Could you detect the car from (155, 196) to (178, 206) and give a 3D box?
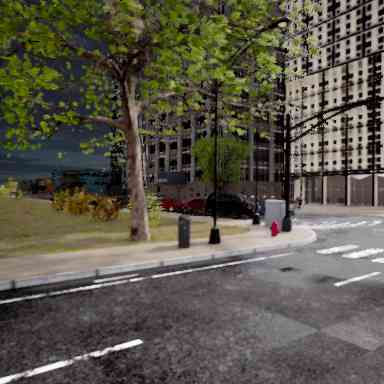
[{"bbox_3d":[-4.435,1.524,57.175,1.812,1.442,4.674,1,0,-34],"label":"car"}]

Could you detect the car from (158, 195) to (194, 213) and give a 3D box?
[{"bbox_3d":[-2.242,1.362,36.182,1.882,1.535,5.008,1,0,-34],"label":"car"}]

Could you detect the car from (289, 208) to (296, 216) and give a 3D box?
[{"bbox_3d":[6.484,1.495,29.042,2.033,1.411,5.357,1,0,-31],"label":"car"}]

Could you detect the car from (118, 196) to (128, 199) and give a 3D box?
[{"bbox_3d":[-12.697,1.427,63.683,2.128,1.511,4.902,1,0,-34],"label":"car"}]

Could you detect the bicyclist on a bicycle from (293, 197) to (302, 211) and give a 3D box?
[{"bbox_3d":[12.559,1.397,39.429,1.656,1.620,0.582,1,0,-34],"label":"bicyclist on a bicycle"}]

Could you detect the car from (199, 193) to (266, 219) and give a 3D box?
[{"bbox_3d":[3.321,1.121,27.869,2.150,2.045,5.566,1,-1,-34],"label":"car"}]

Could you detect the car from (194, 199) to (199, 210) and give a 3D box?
[{"bbox_3d":[1.181,1.459,36.910,1.812,1.442,4.674,1,0,-34],"label":"car"}]

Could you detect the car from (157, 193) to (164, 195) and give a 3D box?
[{"bbox_3d":[-4.830,1.141,45.919,2.150,2.045,5.566,1,-1,-33],"label":"car"}]
